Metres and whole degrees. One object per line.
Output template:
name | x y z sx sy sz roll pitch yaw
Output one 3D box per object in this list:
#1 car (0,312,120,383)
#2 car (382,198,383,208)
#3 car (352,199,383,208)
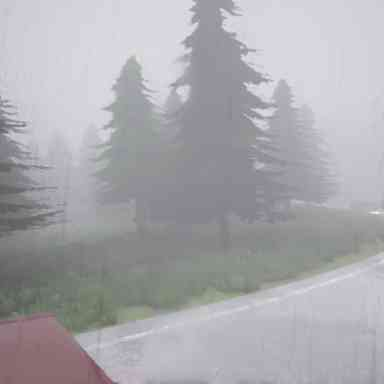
car | -2.835 1.545 1.566 4.718 1.301 1.895 -1 1 -38
car | 23.660 1.325 39.883 1.882 1.535 5.008 -3 -1 8
car | 20.226 1.582 39.259 1.994 1.385 4.181 -3 -1 8
